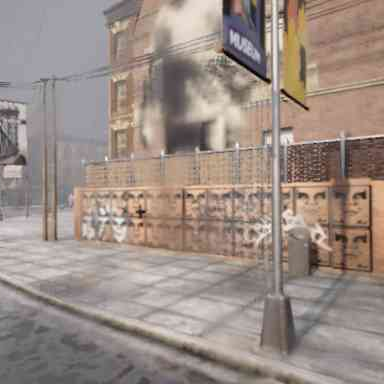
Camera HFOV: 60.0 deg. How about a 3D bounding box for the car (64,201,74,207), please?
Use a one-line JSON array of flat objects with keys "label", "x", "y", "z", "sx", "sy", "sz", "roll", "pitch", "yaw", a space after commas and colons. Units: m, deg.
[{"label": "car", "x": -21.129, "y": 2.113, "z": 62.294, "sx": 2.033, "sy": 1.411, "sz": 5.357, "roll": -1, "pitch": 0, "yaw": 36}]
